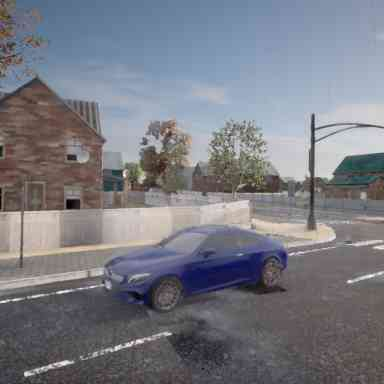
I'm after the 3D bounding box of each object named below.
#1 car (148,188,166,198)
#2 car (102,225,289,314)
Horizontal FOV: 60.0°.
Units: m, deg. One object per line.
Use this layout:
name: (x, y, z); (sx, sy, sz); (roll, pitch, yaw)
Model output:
car: (-6.544, 0.336, 61.636); (2.150, 2.045, 5.566); (1, 1, -21)
car: (0.298, 1.530, 7.740); (4.674, 1.442, 1.812); (0, 0, -35)
